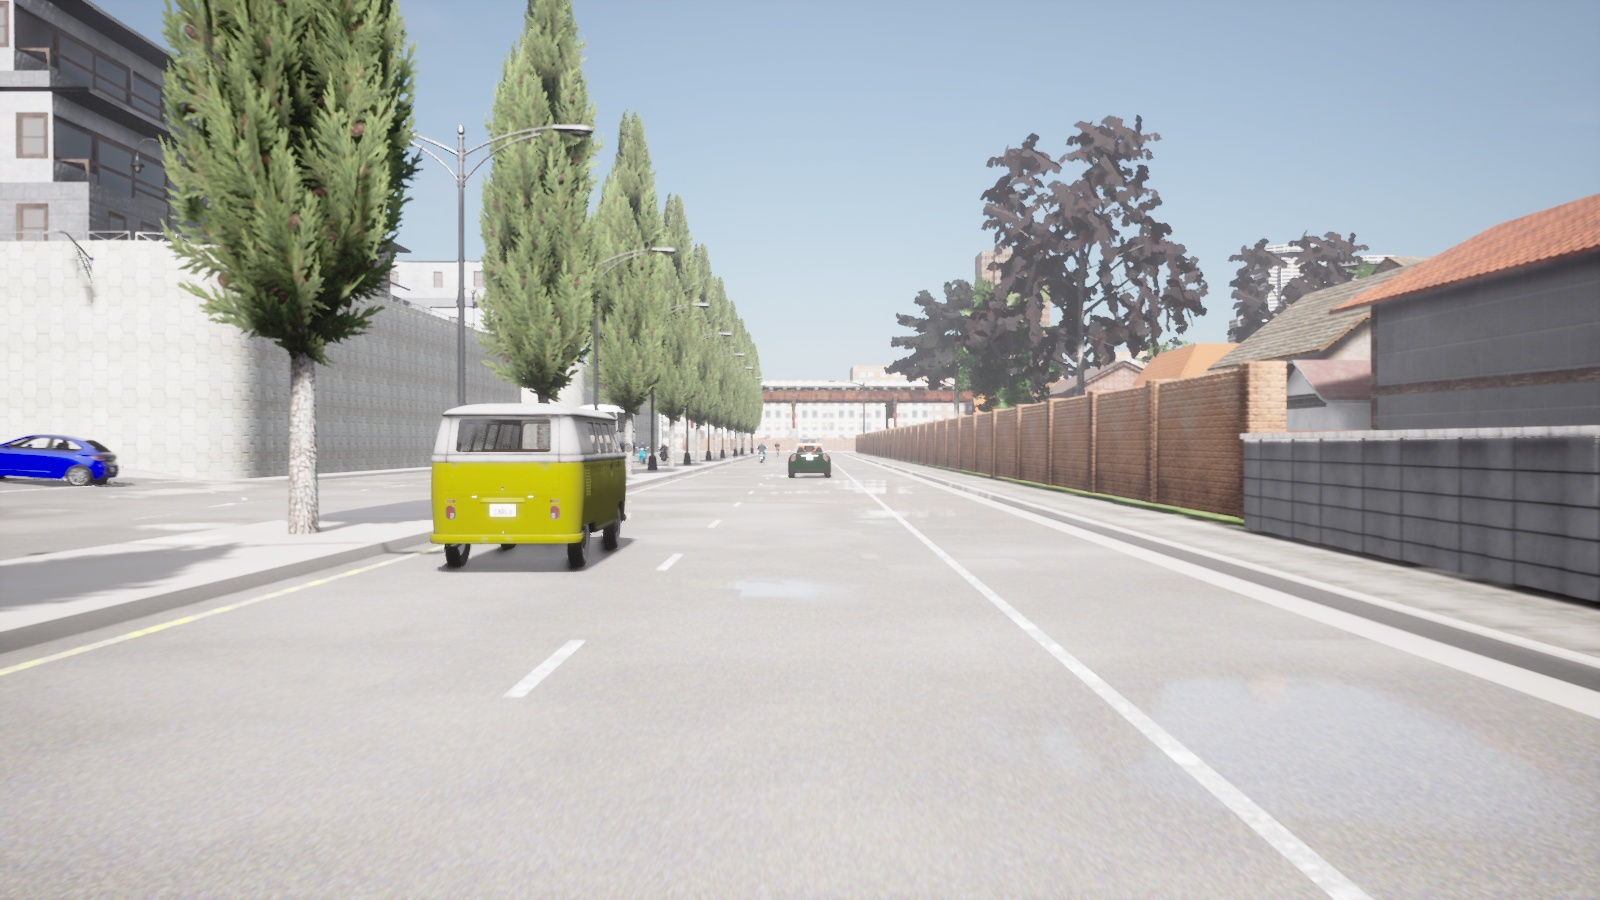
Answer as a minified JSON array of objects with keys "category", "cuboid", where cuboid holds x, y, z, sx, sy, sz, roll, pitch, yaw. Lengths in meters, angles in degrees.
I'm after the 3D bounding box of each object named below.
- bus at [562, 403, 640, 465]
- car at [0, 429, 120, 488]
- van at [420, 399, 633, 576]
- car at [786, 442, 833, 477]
[{"category":"bus","cuboid":[-14.322,-1.157,91.361,3.944,4.253,10.273,0,0,0]},{"category":"car","cuboid":[-22.664,0.206,37.010,4.193,1.474,1.816,4,0,-11]},{"category":"van","cuboid":[-3.367,0.404,16.335,1.775,1.987,4.442,0,0,0]},{"category":"car","cuboid":[0.414,0.401,55.137,1.970,1.475,3.806,0,0,0]}]
